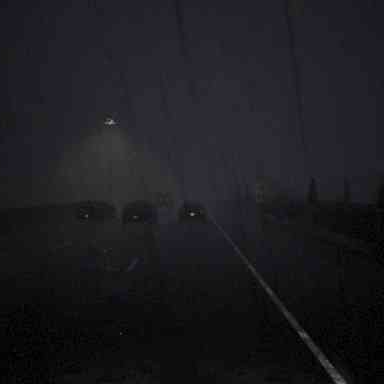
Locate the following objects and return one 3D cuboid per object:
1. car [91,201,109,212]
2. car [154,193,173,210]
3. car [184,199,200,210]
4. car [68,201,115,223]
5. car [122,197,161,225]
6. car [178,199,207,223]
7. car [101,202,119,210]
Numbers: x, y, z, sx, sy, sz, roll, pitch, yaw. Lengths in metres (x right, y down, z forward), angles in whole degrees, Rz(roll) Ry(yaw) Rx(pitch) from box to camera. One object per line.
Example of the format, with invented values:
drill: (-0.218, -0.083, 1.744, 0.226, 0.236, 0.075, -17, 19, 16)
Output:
car: (-17.729, 2.824, 64.394, 2.097, 1.767, 4.553, 0, -6, 0)
car: (-3.539, 1.121, 40.692, 2.150, 2.045, 5.566, 0, -1, 0)
car: (-0.045, 1.532, 41.970, 1.895, 1.301, 4.718, 0, -2, 0)
car: (-6.984, 1.378, 24.504, 2.128, 1.511, 4.902, 0, 0, 0)
car: (-3.478, 1.370, 22.796, 1.882, 1.535, 5.008, 0, 0, 0)
car: (0.018, 1.449, 24.064, 1.994, 1.385, 4.181, 0, 0, 0)
car: (-14.236, 2.449, 57.953, 1.895, 1.301, 4.718, 0, -5, 0)
